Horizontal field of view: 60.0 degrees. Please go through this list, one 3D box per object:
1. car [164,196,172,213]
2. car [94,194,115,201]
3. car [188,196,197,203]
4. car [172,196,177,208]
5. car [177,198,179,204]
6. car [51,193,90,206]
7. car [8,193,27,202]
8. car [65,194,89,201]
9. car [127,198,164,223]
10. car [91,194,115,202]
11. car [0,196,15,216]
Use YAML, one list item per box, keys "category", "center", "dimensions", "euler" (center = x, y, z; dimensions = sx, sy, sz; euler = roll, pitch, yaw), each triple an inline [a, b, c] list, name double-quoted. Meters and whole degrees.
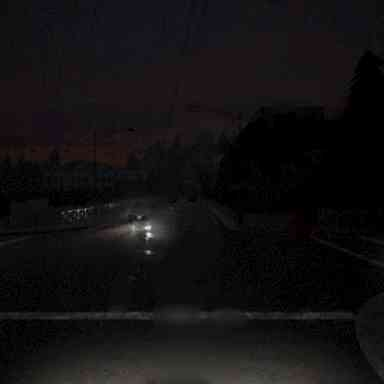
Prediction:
- category: "car"
  center: [-3.580, 1.480, 36.668]
  dimensions: [1.812, 1.442, 4.674]
  euler: [0, 0, 0]
- category: "car"
  center: [-17.967, 1.163, 68.667]
  dimensions: [3.806, 1.475, 1.970]
  euler: [0, 0, 0]
- category: "car"
  center: [0.121, 1.515, 69.389]
  dimensions: [1.895, 1.301, 4.718]
  euler: [0, 0, 0]
- category: "car"
  center: [-3.569, 1.489, 47.198]
  dimensions: [2.033, 1.411, 5.357]
  euler: [0, 0, 0]
- category: "car"
  center: [-3.480, 1.484, 62.287]
  dimensions: [2.033, 1.411, 5.357]
  euler: [0, 0, 0]
- category: "car"
  center: [-17.236, 1.055, 46.549]
  dimensions: [4.605, 1.855, 1.932]
  euler: [0, 0, 0]
- category: "car"
  center: [-35.028, 1.032, 65.391]
  dimensions: [4.605, 1.855, 1.932]
  euler: [0, 0, 0]
- category: "car"
  center: [-25.016, 1.224, 72.331]
  dimensions: [4.514, 1.523, 2.007]
  euler: [0, 0, 0]
- category: "car"
  center: [-3.599, 1.461, 25.175]
  dimensions: [2.128, 1.511, 4.902]
  euler: [0, 0, 0]
- category: "car"
  center: [-17.645, 1.092, 62.249]
  dimensions: [5.027, 1.636, 2.152]
  euler: [0, 0, 0]
- category: "car"
  center: [-17.377, 1.354, 27.966]
  dimensions: [3.633, 1.501, 1.845]
  euler: [0, 0, 0]
